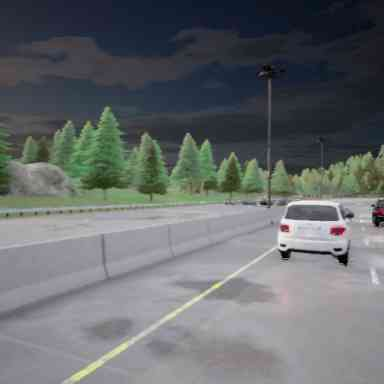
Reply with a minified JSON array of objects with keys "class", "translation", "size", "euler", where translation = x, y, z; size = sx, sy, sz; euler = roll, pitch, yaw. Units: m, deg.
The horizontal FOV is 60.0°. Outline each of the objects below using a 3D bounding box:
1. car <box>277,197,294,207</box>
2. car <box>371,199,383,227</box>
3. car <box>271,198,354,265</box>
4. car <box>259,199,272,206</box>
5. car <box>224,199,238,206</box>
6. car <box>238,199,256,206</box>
[{"class":"car","translation":[17.438,1.851,62.010],"size":[2.097,1.767,4.553],"euler":[0,0,27]},{"class":"car","translation":[14.573,1.493,24.498],"size":[2.150,2.045,5.566],"euler":[0,0,27]},{"class":"car","translation":[4.806,1.337,12.623],"size":[2.150,2.045,5.566],"euler":[0,0,27]},{"class":"car","translation":[14.263,2.077,63.465],"size":[1.895,1.301,4.718],"euler":[0,0,27]},{"class":"car","translation":[7.977,2.033,66.508],"size":[1.895,1.301,4.718],"euler":[0,0,27]},{"class":"car","translation":[11.134,2.017,65.021],"size":[1.994,1.385,4.181],"euler":[0,0,27]}]
